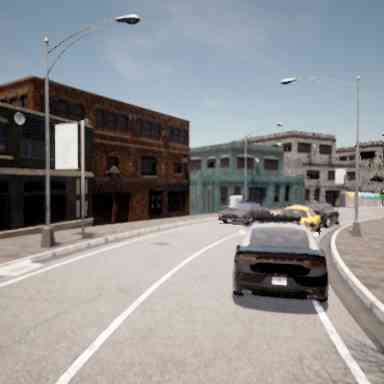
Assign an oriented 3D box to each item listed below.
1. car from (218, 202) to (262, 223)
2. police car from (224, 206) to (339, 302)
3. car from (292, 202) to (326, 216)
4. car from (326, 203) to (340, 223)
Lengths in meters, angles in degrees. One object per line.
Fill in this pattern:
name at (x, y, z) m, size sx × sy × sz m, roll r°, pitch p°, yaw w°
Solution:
car at (3.798, 1.414, 23.246) m, size 2.033 × 1.411 × 5.357 m, roll 1°, pitch 1°, yaw 33°
police car at (2.194, 1.390, 8.501) m, size 1.930 × 1.638 × 5.238 m, roll 1°, pitch 0°, yaw 14°
car at (5.549, 1.398, 17.291) m, size 1.801 × 1.575 × 5.366 m, roll 1°, pitch 0°, yaw 27°
car at (8.377, 1.449, 21.911) m, size 1.837 × 1.490 × 4.892 m, roll 1°, pitch 1°, yaw 35°
